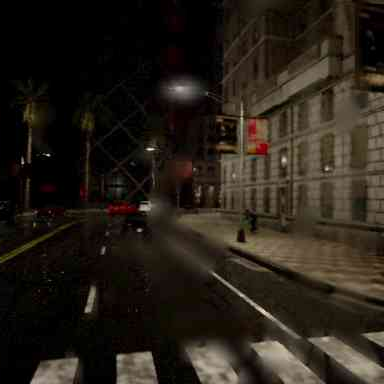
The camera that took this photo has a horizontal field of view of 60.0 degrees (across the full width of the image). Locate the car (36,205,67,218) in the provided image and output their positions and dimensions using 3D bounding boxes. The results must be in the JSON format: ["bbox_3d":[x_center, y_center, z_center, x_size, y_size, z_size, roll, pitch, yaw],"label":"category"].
[{"bbox_3d":[-16.704,2.244,39.650,1.882,1.535,5.008,1,-2,2],"label":"car"}]

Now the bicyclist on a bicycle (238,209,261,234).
[{"bbox_3d":[3.792,1.947,21.897,1.656,1.620,0.582,1,-1,-13],"label":"bicyclist on a bicycle"}]

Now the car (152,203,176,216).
[{"bbox_3d":[-3.968,2.833,50.693,1.994,1.385,4.181,0,-1,17],"label":"car"}]

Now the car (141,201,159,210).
[{"bbox_3d":[-6.500,2.556,54.867,2.150,2.045,5.566,0,-2,25],"label":"car"}]

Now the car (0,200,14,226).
[{"bbox_3d":[-15.250,1.634,25.073,2.150,2.045,5.566,1,-2,-11],"label":"car"}]

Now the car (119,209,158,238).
[{"bbox_3d":[-3.461,2.024,20.900,1.812,1.442,4.674,1,-2,-13],"label":"car"}]

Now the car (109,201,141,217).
[{"bbox_3d":[-9.150,2.241,44.499,2.150,2.045,5.566,1,-2,9],"label":"car"}]
